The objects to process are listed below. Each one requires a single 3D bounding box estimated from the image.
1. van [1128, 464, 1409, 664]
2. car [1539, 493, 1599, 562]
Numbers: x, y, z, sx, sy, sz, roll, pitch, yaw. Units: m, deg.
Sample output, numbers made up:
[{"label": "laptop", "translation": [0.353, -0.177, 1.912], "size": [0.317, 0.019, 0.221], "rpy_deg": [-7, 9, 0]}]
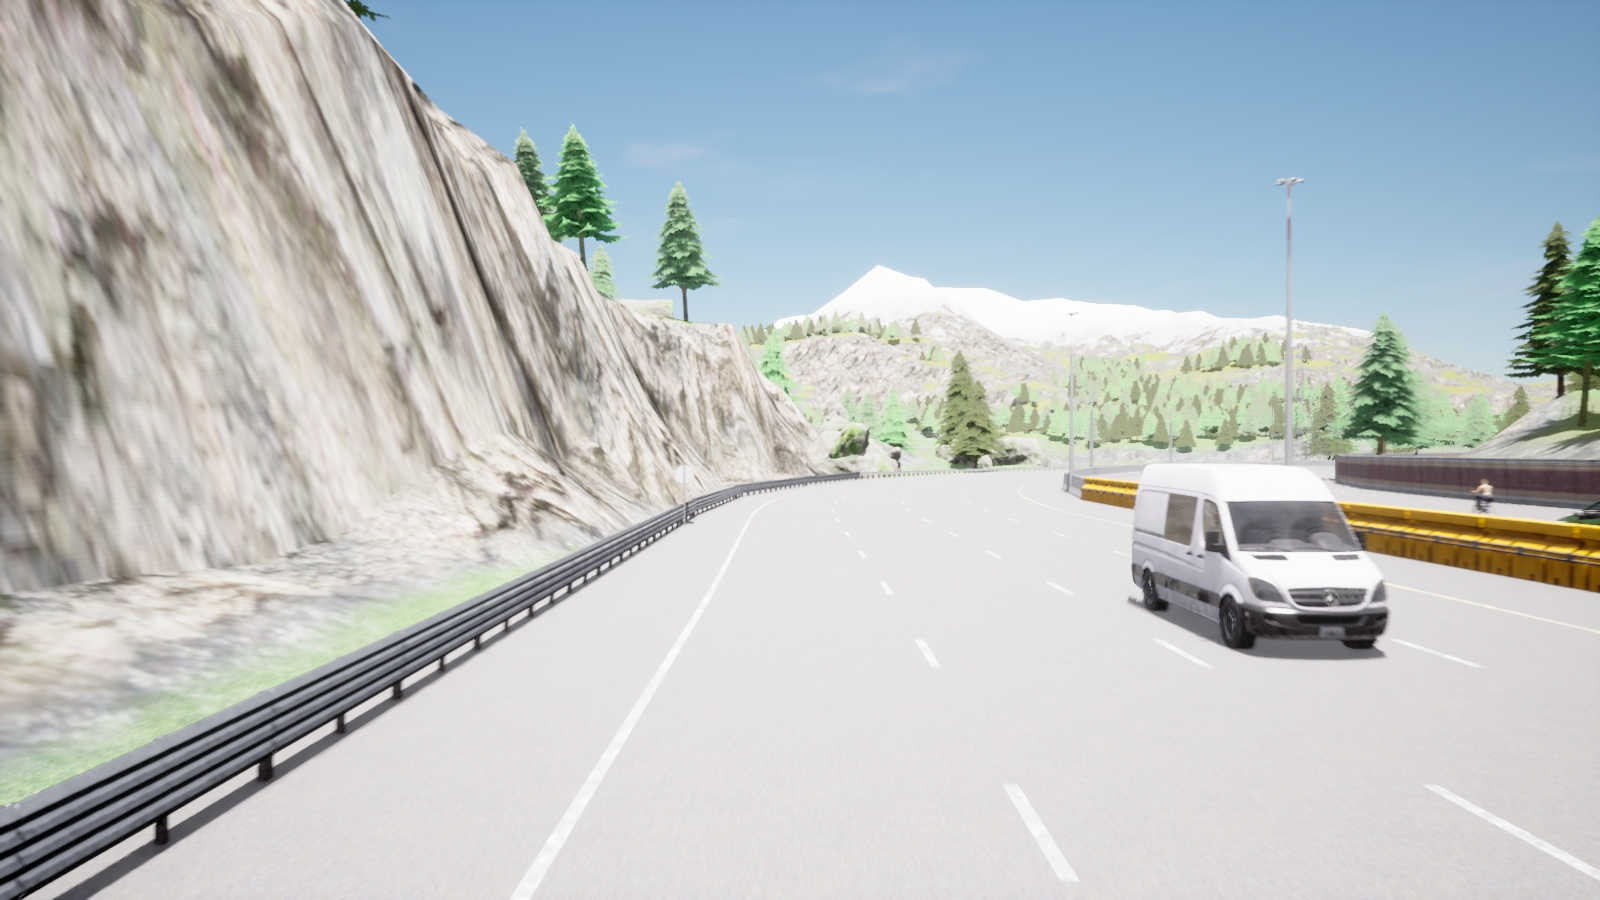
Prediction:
[{"label": "van", "translation": [7.000, 1.526, 17.957], "size": [1.988, 2.561, 5.915], "rpy_deg": [0, 0, 0]}, {"label": "car", "translation": [20.916, 1.986, 28.903], "size": [1.851, 1.617, 3.988], "rpy_deg": [0, 0, -1]}]
